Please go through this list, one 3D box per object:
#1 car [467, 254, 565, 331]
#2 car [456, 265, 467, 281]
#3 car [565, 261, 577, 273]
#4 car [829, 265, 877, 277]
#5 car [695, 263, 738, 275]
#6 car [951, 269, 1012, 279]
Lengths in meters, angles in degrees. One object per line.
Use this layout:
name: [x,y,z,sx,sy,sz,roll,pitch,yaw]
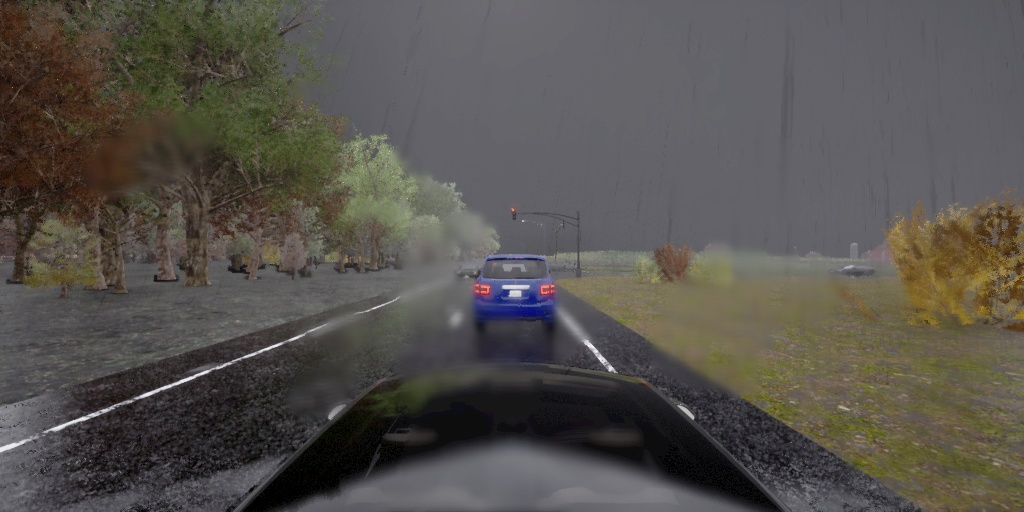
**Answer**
car: [0.088,0.974,11.080,2.150,2.045,5.566,0,0,0]
car: [-3.437,1.357,30.016,1.895,1.301,4.718,0,0,0]
car: [5.908,1.396,45.393,4.902,1.511,2.128,0,-1,28]
car: [40.840,1.779,42.966,4.674,1.442,1.812,1,-1,0]
car: [24.400,1.566,43.030,4.902,1.511,2.128,1,-1,0]
car: [50.971,1.851,39.316,5.357,1.411,2.033,1,-1,1]
